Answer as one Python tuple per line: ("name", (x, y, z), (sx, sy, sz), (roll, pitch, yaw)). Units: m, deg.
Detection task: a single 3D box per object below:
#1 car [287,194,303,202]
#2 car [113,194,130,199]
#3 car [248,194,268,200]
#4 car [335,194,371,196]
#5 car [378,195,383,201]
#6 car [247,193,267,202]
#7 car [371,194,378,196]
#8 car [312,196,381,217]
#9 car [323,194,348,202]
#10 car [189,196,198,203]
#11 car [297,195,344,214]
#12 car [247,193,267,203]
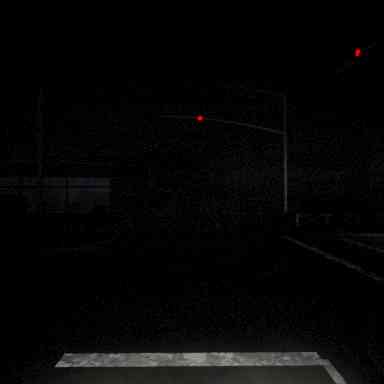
("car", (21.338, 1.097, 65.757), (4.605, 1.855, 1.932), (0, 0, 0))
("car", (-19.389, 1.333, 91.627), (4.674, 1.442, 1.812), (0, 0, 0))
("car", (18.146, 1.334, 91.646), (4.902, 1.511, 2.128), (0, 0, 0))
("car", (20.657, 1.320, 43.305), (3.633, 1.501, 1.845), (0, 0, 0))
("car", (38.731, 1.154, 62.675), (5.027, 1.636, 2.152), (0, 0, 0))
("car", (13.459, 1.077, 69.018), (3.866, 1.878, 1.905), (0, 0, 0))
("car", (38.387, 1.232, 69.091), (3.806, 1.475, 1.970), (0, 0, 0))
("car", (13.084, 1.340, 28.298), (4.514, 1.523, 2.007), (0, 0, 0))
("car", (31.326, 1.298, 72.731), (4.514, 1.523, 2.007), (0, 0, 0))
("car", (0.282, 1.547, 69.721), (2.033, 1.411, 5.357), (0, 0, 0))
("car", (13.021, 1.330, 31.435), (5.027, 1.636, 2.152), (0, 0, 0))
("car", (12.859, 1.361, 65.692), (3.806, 1.475, 1.970), (0, 0, 0))
